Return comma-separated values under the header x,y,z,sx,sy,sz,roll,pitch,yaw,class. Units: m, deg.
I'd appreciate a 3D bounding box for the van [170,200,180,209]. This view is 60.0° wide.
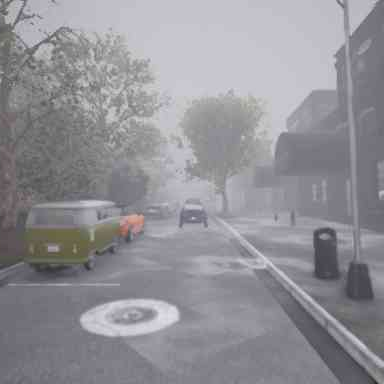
x,y,z,sx,sy,sz,roll,pitch,yaw,class
-3.636,2.712,72.359,1.878,1.987,4.442,1,-1,2,van

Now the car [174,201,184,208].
x,y,z,sx,sy,sz,roll,pitch,yaw,class
-3.414,3.224,89.313,2.185,1.767,4.553,-1,-1,2,car

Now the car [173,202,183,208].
x,y,z,sx,sy,sz,roll,pitch,yaw,class
-3.414,3.220,83.602,2.231,1.521,4.892,0,-1,2,car

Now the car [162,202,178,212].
x,y,z,sx,sy,sz,roll,pitch,yaw,class
-3.655,2.504,55.554,2.163,1.488,4.792,0,-1,2,car

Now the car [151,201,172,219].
x,y,z,sx,sy,sz,roll,pitch,yaw,class
-3.640,1.851,33.286,2.163,1.488,4.792,1,-2,2,car

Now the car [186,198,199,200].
x,y,z,sx,sy,sz,roll,pitch,yaw,class
0.096,1.835,42.573,2.150,2.045,5.566,0,-2,-1,car

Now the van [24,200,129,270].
x,y,z,sx,sy,sz,roll,pitch,yaw,class
-3.651,1.280,11.130,1.878,1.987,4.442,0,0,2,van

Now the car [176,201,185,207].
x,y,z,sx,sy,sz,roll,pitch,yaw,class
-3.173,3.481,95.011,2.097,1.535,5.008,0,-2,2,car

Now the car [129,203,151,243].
x,y,z,sx,sy,sz,roll,pitch,yaw,class
-3.657,1.392,16.552,2.185,1.767,4.553,0,0,2,car

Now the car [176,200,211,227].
x,y,z,sx,sy,sz,roll,pitch,yaw,class
0.096,1.560,23.677,1.882,1.535,5.008,0,-1,0,car

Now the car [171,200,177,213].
x,y,z,sx,sy,sz,roll,pitch,yaw,class
-3.643,2.147,44.391,2.097,1.535,5.008,1,-2,2,car

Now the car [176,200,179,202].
x,y,z,sx,sy,sz,roll,pitch,yaw,class
-3.651,2.310,49.950,2.097,1.535,5.008,0,-1,2,car
